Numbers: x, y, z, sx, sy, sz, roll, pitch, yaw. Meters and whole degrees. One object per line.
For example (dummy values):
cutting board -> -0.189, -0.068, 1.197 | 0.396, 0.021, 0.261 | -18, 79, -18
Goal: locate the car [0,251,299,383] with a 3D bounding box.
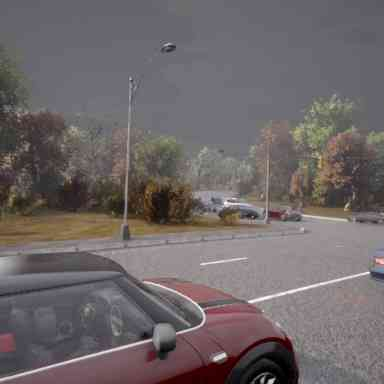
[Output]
car -> -1.121, 1.354, 2.946 | 4.553, 1.767, 2.097 | 0, 0, -36

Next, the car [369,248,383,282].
car -> 6.634, 1.666, 8.499 | 5.357, 1.411, 2.033 | 2, -1, -36

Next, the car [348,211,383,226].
car -> 18.338, 2.647, 34.164 | 1.994, 1.385, 4.181 | 3, -1, -43

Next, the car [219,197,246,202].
car -> 6.073, 1.876, 44.356 | 2.150, 2.045, 5.566 | 3, 0, -19

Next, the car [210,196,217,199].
car -> 2.300, 1.713, 57.708 | 1.882, 1.535, 5.008 | 2, 2, -12

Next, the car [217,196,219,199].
car -> 4.505, 1.554, 65.803 | 2.128, 1.511, 4.902 | 2, 2, -9

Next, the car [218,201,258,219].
car -> 5.233, 2.138, 36.609 | 2.033, 1.411, 5.357 | 3, -1, -23

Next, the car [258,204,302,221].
car -> 9.605, 2.113, 35.467 | 2.097, 1.767, 4.553 | 3, -1, -24

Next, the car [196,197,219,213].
car -> 1.914, 1.955, 45.763 | 1.837, 1.490, 4.892 | 3, 1, -17
